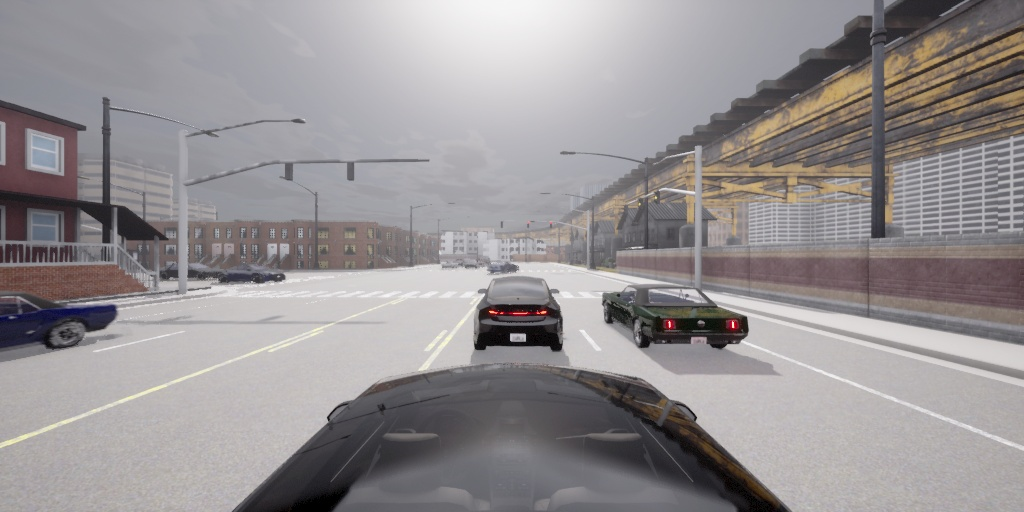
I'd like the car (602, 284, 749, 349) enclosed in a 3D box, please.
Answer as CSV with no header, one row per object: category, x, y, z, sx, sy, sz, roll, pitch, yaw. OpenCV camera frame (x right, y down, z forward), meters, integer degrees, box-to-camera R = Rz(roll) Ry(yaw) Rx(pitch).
car,3.667,1.351,9.155,1.895,1.301,4.718,0,0,1

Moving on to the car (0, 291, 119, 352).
car,-10.488,1.351,6.390,1.895,1.301,4.718,0,0,1

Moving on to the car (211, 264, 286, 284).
car,-18.976,1.314,26.249,4.181,1.385,1.994,0,0,5

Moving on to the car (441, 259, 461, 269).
car,-9.814,1.351,56.664,1.895,1.301,4.718,0,0,2

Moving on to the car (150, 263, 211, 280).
car,-27.100,1.297,30.147,5.357,1.411,2.033,0,0,1

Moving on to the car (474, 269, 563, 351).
car,0.161,1.255,9.015,1.837,1.490,4.892,0,0,1

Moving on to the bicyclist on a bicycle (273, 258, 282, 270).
bicyclist on a bicycle,-30.543,1.050,46.686,0.582,1.620,1.656,0,0,1

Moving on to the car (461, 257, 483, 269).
car,-6.307,1.297,56.936,2.033,1.411,5.357,0,0,1

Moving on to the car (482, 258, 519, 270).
car,-0.967,1.297,41.098,2.033,1.411,5.357,0,0,24
